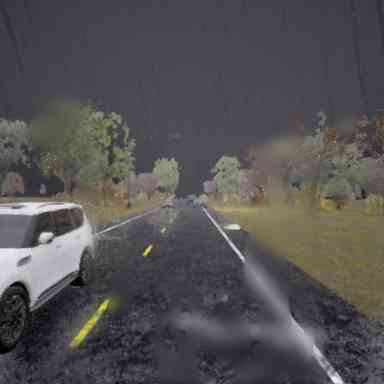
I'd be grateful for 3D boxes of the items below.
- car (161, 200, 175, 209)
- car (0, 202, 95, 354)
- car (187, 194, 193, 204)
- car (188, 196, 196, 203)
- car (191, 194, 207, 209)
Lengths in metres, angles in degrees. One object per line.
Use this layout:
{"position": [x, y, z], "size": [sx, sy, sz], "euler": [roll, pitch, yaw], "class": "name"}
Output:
{"position": [-3.554, 1.858, 50.034], "size": [1.994, 1.385, 4.181], "euler": [0, 0, 0], "class": "car"}
{"position": [-3.599, 1.251, 6.514], "size": [2.150, 2.045, 5.566], "euler": [0, 0, 0], "class": "car"}
{"position": [0.019, 1.545, 70.373], "size": [2.150, 2.045, 5.566], "euler": [0, -1, 0], "class": "car"}
{"position": [0.023, 1.807, 86.424], "size": [2.097, 1.767, 4.553], "euler": [0, -1, 0], "class": "car"}
{"position": [1.238, 1.662, 52.539], "size": [2.097, 1.767, 4.553], "euler": [0, 0, 0], "class": "car"}
